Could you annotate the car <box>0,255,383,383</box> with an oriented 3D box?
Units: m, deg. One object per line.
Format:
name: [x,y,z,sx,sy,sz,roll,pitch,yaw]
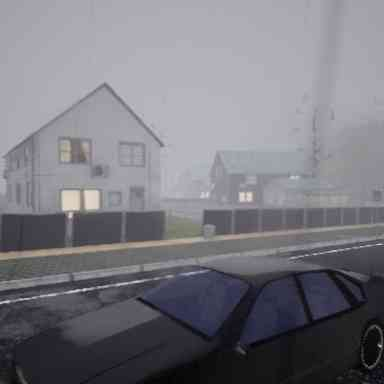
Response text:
car: [0.713,1.593,4.194,5.357,1.411,2.033,1,-1,-36]
